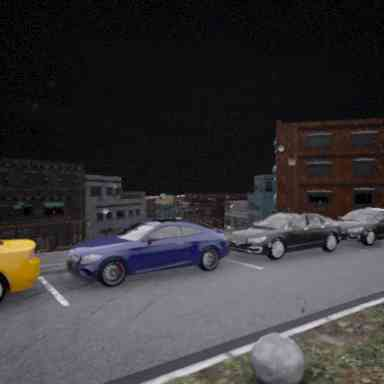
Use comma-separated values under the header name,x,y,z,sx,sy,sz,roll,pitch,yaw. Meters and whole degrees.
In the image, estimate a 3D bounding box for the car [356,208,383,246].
name,x,y,z,sx,sy,sz,roll,pitch,yaw
car,8.229,1.510,15.442,4.892,1.521,2.231,1,0,-33

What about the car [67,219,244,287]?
name,x,y,z,sx,sy,sz,roll,pitch,yaw
car,-1.035,1.513,9.386,4.674,1.452,2.002,0,0,-34

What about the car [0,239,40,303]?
name,x,y,z,sx,sy,sz,roll,pitch,yaw
car,-5.583,1.469,6.208,5.008,1.535,2.097,0,0,-35

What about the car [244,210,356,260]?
name,x,y,z,sx,sy,sz,roll,pitch,yaw
car,3.581,1.483,12.465,4.892,1.521,2.231,0,0,-33
